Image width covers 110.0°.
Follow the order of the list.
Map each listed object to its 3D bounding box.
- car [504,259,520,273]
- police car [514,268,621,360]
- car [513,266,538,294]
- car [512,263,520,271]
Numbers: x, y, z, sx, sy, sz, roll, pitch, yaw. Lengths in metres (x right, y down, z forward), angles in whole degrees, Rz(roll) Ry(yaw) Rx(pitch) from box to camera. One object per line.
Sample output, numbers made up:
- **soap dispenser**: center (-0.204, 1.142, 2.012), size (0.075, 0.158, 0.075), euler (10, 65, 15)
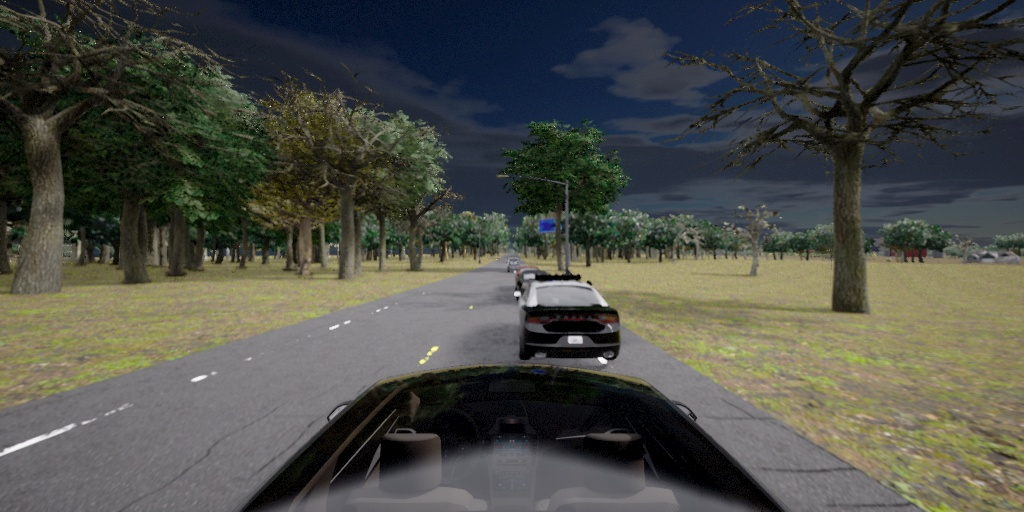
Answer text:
- **car**: center (0.278, 1.594, 51.460), size (2.128, 1.511, 4.902), euler (0, 0, 0)
- **police car**: center (1.084, 1.242, 8.662), size (1.930, 1.638, 5.238), euler (0, -1, 0)
- **car**: center (1.125, 1.438, 18.551), size (1.812, 1.442, 4.674), euler (0, -1, 0)
- **car**: center (1.150, 1.444, 24.550), size (1.882, 1.535, 5.008), euler (0, 0, 0)
